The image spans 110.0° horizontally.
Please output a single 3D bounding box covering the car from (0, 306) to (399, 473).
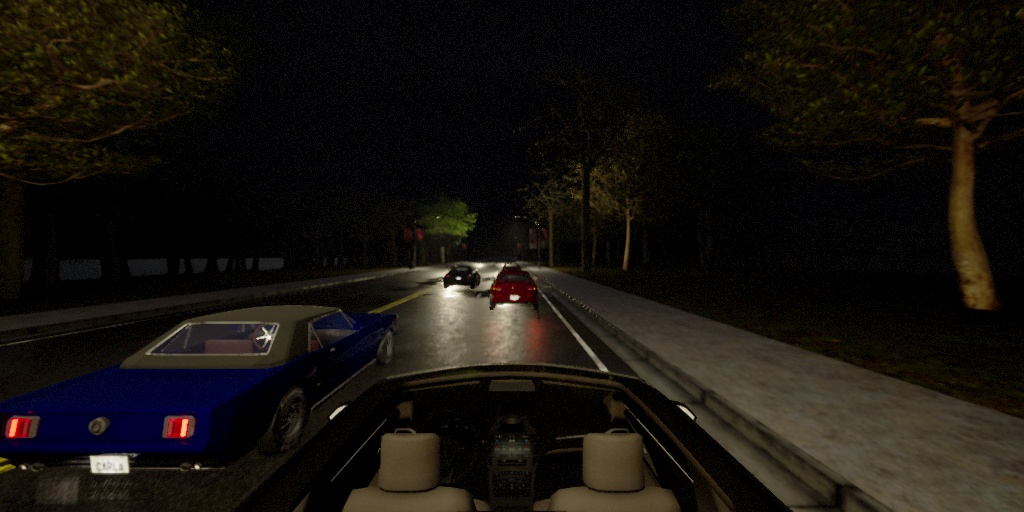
[{"bbox_3d":[-3.154,1.351,5.037,1.895,1.301,4.718,0,0,0],"label":"car"}]

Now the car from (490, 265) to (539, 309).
[{"bbox_3d":[0.078,1.278,14.710,1.812,1.442,4.674,0,0,0],"label":"car"}]

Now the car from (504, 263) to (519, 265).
[{"bbox_3d":[-0.031,1.366,36.851,1.895,1.301,4.718,0,0,0],"label":"car"}]

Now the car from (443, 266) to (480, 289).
[{"bbox_3d":[-3.206,1.320,23.479,1.994,1.385,4.181,0,0,0],"label":"car"}]
